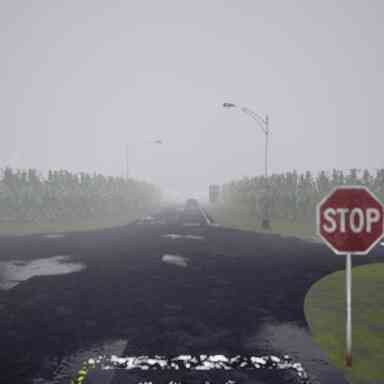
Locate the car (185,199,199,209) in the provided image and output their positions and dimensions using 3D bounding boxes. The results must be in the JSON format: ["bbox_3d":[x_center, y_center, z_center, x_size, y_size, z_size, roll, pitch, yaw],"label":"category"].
[{"bbox_3d":[-0.015,1.744,49.410,1.837,1.490,4.892,0,0,0],"label":"car"}]
